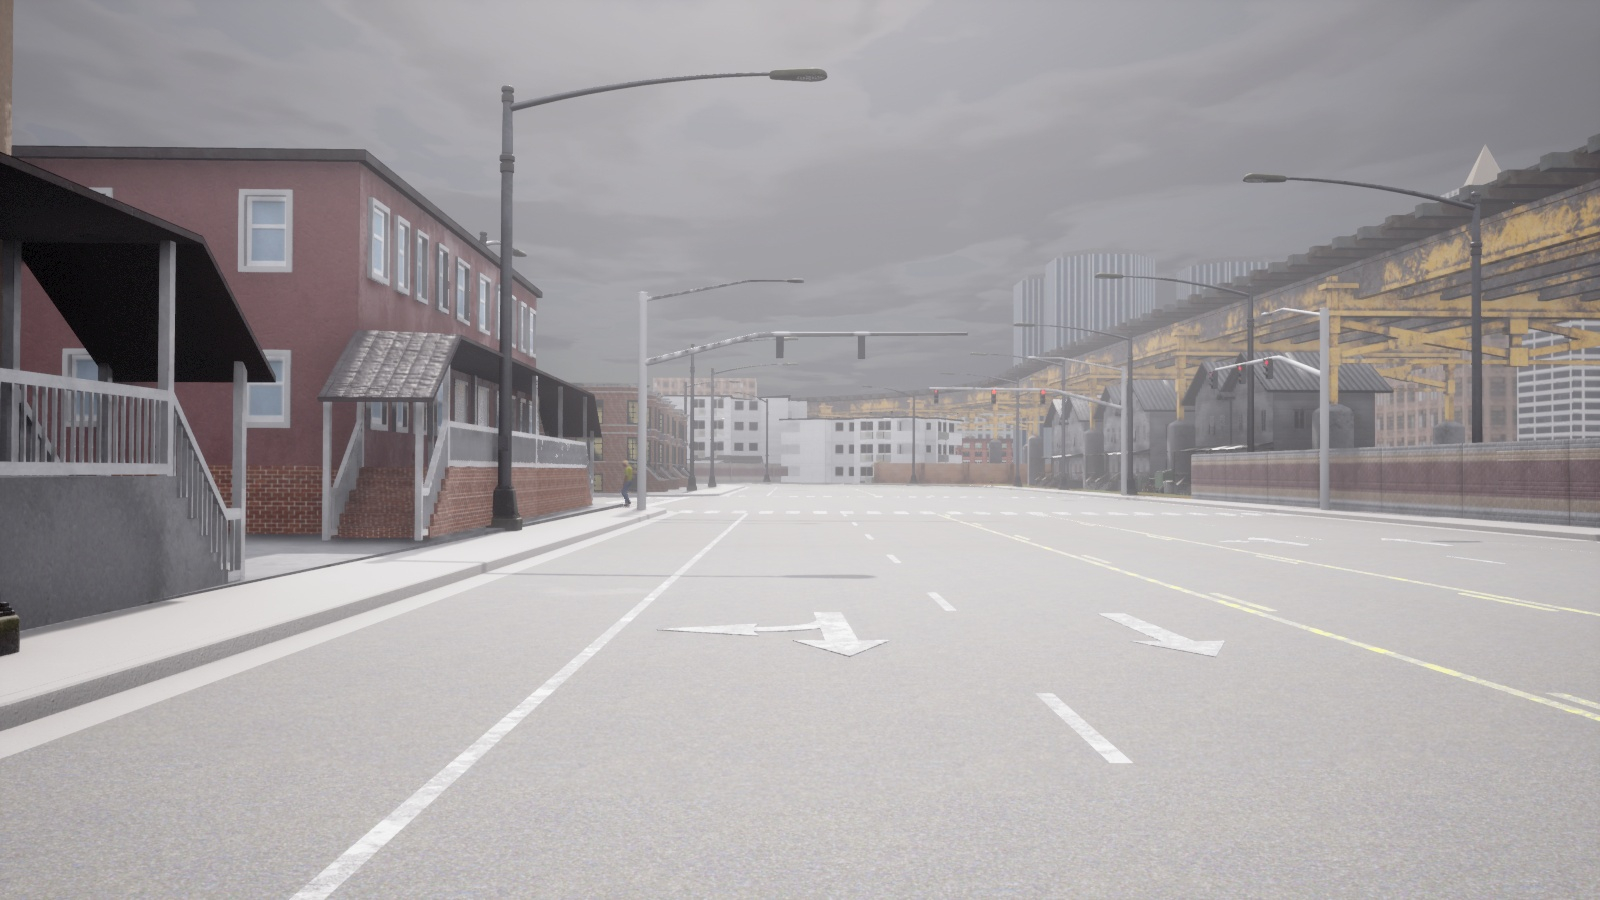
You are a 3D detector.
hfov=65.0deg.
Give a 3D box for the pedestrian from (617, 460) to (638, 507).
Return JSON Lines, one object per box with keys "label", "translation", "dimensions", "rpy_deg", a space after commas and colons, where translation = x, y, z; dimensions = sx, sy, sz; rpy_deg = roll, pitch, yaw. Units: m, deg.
{"label": "pedestrian", "translation": [-6.653, 1.294, 48.476], "dimensions": [0.706, 1.836, 0.354], "rpy_deg": [0, -1, 8]}
